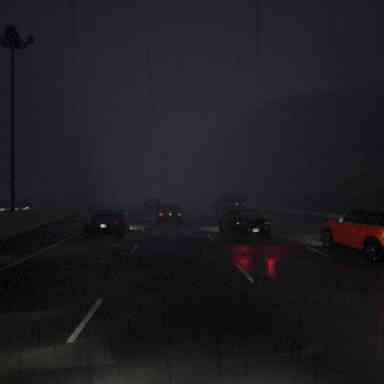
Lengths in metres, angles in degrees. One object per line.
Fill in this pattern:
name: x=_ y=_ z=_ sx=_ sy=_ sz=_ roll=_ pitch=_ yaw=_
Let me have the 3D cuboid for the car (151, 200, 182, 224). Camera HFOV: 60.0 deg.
car: x=-1.833 y=1.589 z=25.254 sx=2.033 sy=1.411 sz=5.357 roll=0 pitch=0 yaw=-8

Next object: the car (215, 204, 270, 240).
car: x=2.630 y=1.548 z=17.169 sx=1.812 sy=1.442 sz=4.674 roll=0 pitch=0 yaw=-5

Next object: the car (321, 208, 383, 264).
car: x=6.543 y=1.360 z=12.075 sx=2.097 sy=1.767 sz=4.553 roll=0 pitch=0 yaw=-4

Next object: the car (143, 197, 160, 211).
car: x=-4.989 y=1.425 z=41.813 sx=2.097 sy=1.767 sz=4.553 roll=0 pitch=0 yaw=-13

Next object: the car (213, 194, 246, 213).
car: x=3.785 y=1.268 z=34.250 sx=2.150 sy=2.045 sz=5.566 roll=0 pitch=0 yaw=-10

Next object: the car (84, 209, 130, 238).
car: x=-4.489 y=1.599 z=17.971 sx=1.994 sy=1.385 sz=4.181 roll=0 pitch=0 yaw=-6
